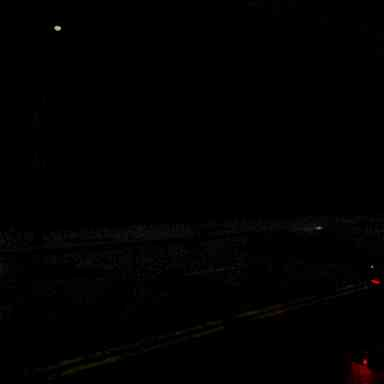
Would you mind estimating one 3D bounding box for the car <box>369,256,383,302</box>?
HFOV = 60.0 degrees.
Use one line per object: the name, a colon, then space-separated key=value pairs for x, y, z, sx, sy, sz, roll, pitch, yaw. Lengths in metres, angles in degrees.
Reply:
car: x=5.580 y=1.579 z=7.021 sx=4.674 sy=1.442 sz=1.812 roll=0 pitch=0 yaw=-34
